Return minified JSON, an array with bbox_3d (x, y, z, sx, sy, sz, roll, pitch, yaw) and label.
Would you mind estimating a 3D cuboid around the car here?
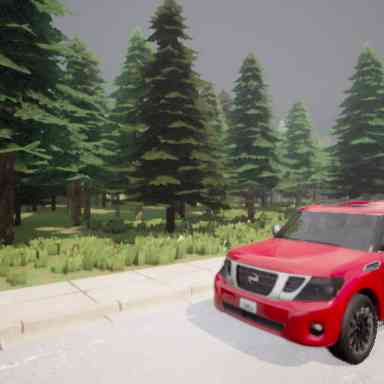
[{"bbox_3d":[2.990,1.218,6.232,5.566,2.045,2.150,0,0,-37],"label":"car"}]
